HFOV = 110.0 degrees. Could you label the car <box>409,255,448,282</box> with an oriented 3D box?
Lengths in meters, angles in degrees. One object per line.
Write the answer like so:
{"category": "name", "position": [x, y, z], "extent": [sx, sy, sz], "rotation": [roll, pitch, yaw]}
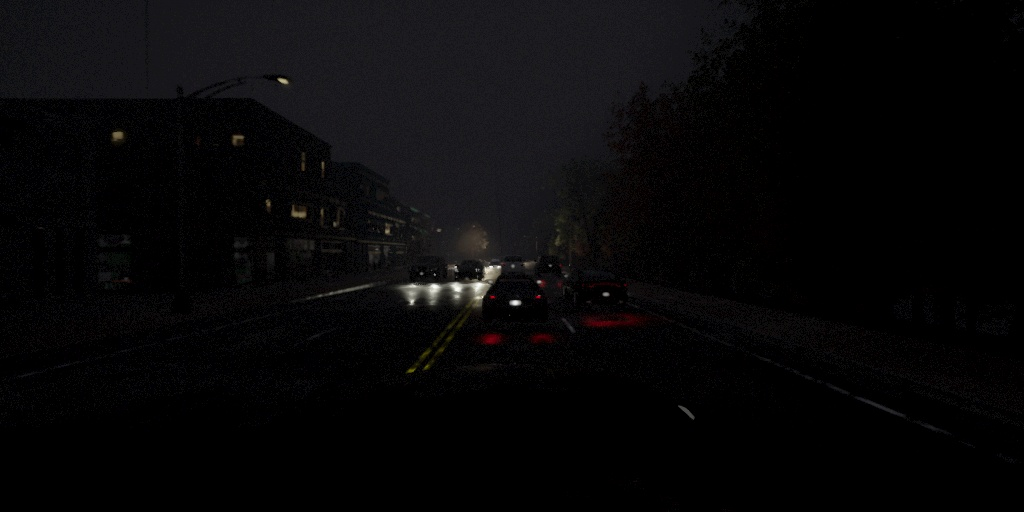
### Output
{"category": "car", "position": [-6.609, 0.948, 28.992], "extent": [2.150, 2.045, 5.566], "rotation": [0, 0, 0]}

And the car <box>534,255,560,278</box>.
{"category": "car", "position": [3.336, 0.942, 33.928], "extent": [2.150, 2.045, 5.566], "rotation": [0, 0, 0]}

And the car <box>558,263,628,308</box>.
{"category": "car", "position": [3.344, 1.216, 15.226], "extent": [1.882, 1.535, 5.008], "rotation": [0, 0, 0]}

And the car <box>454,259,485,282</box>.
{"category": "car", "position": [-3.357, 1.076, 28.863], "extent": [2.097, 1.767, 4.553], "rotation": [0, 0, 0]}

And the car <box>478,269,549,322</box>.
{"category": "car", "position": [0.096, 1.304, 12.211], "extent": [1.994, 1.385, 4.181], "rotation": [0, 0, 0]}

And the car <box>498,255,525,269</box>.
{"category": "car", "position": [0.086, 0.942, 33.918], "extent": [2.150, 2.045, 5.566], "rotation": [0, 0, 0]}
